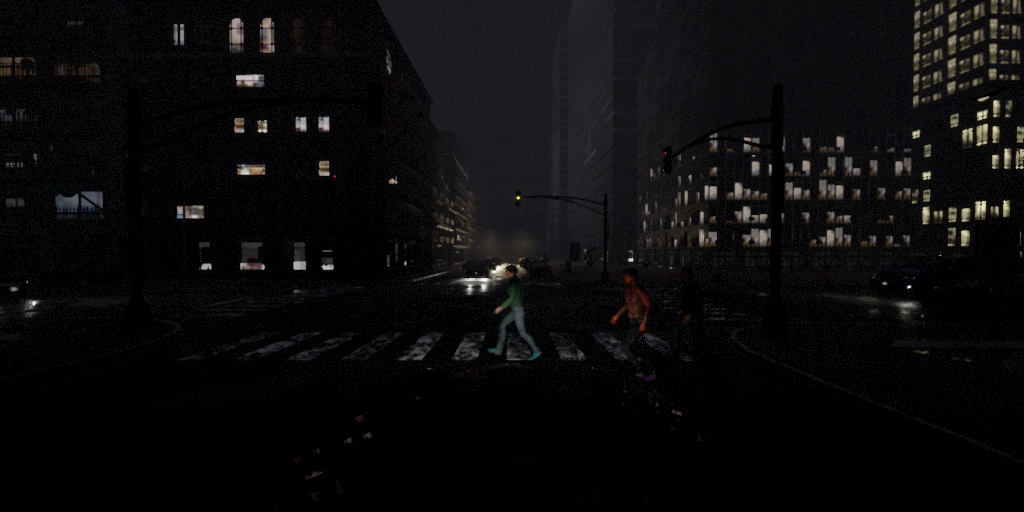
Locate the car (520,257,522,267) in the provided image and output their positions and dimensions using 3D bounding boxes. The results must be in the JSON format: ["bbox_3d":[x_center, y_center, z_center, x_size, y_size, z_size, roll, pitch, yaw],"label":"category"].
[{"bbox_3d":[2.617,1.231,55.109,1.888,1.381,4.507,0,0,0],"label":"car"}]

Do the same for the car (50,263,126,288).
[{"bbox_3d":[-25.871,1.106,21.394,4.507,1.381,1.888,0,0,1],"label":"car"}]

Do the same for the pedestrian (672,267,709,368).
[{"bbox_3d":[3.153,1.044,6.346,0.375,1.860,0.375,-1,1,0],"label":"pedestrian"}]

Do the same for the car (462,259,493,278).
[{"bbox_3d":[-3.113,1.284,32.946,1.994,1.385,4.181,0,0,0],"label":"car"}]

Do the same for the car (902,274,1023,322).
[{"bbox_3d":[16.707,1.444,12.228,4.403,1.370,2.007,0,0,1],"label":"car"}]

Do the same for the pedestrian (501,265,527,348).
[{"bbox_3d":[0.039,1.041,6.867,0.375,1.860,0.375,-1,1,0],"label":"pedestrian"}]

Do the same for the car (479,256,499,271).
[{"bbox_3d":[-3.127,1.199,48.797,1.837,1.490,4.892,0,1,0],"label":"car"}]

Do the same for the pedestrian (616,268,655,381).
[{"bbox_3d":[1.928,1.042,5.623,0.375,1.860,0.375,-1,1,0],"label":"pedestrian"}]

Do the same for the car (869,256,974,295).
[{"bbox_3d":[21.594,1.044,18.068,5.566,2.045,2.150,0,1,1],"label":"car"}]

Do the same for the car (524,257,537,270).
[{"bbox_3d":[2.630,1.153,38.170,1.967,1.591,4.097,0,0,0],"label":"car"}]

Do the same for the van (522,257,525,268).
[{"bbox_3d":[2.622,1.037,49.462,1.690,1.789,3.998,0,0,0],"label":"van"}]

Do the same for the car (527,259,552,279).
[{"bbox_3d":[2.634,1.267,32.525,1.888,1.381,4.507,0,0,0],"label":"car"}]

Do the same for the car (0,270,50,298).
[{"bbox_3d":[-23.858,1.155,15.462,4.902,1.511,2.128,0,1,1],"label":"car"}]
